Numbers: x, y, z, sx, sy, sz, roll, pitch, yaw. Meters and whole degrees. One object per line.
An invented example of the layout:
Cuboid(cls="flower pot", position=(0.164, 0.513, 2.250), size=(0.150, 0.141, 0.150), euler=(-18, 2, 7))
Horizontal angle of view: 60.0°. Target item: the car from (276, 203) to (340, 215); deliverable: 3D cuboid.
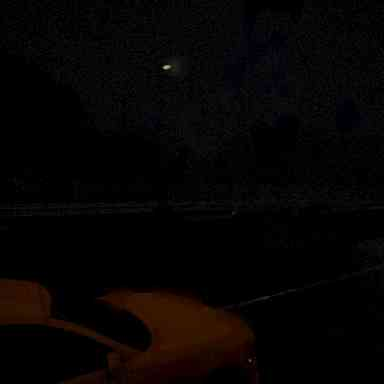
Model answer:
Cuboid(cls="car", position=(8.271, 1.540, 22.783), size=(4.892, 1.490, 1.837), euler=(1, 0, -35))

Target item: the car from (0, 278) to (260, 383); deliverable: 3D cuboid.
Cuboid(cls="car", position=(-1.623, 1.478, 2.588), size=(5.008, 1.535, 1.882), euler=(0, 0, -35))

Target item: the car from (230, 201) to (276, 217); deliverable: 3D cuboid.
Cuboid(cls="car", position=(5.350, 1.510, 24.998), size=(5.008, 1.535, 1.882), euler=(0, 0, -35))

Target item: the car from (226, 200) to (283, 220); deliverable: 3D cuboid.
Cuboid(cls="car", position=(5.564, 1.526, 29.447), size=(4.902, 1.511, 2.128), euler=(0, 0, -35))
